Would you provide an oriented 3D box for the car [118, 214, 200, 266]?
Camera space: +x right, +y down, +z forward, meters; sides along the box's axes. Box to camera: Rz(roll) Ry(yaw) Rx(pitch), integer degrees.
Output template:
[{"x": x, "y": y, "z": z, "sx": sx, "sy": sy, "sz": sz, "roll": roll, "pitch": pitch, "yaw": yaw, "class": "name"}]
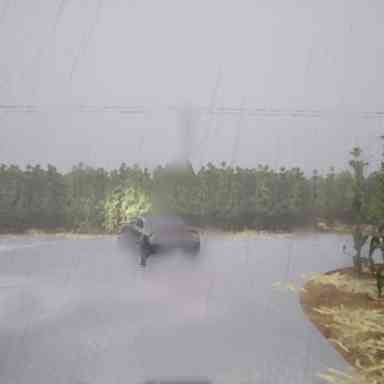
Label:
[{"x": -1.310, "y": 1.506, "z": 11.736, "sx": 2.128, "sy": 1.511, "sz": 4.902, "roll": 0, "pitch": 0, "yaw": -22, "class": "car"}]
